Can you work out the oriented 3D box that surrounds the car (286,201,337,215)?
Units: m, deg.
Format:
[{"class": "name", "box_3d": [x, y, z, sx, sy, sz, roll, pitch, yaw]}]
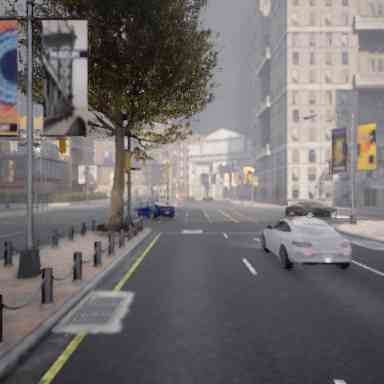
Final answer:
[{"class": "car", "box_3d": [10.040, 1.533, 27.834, 5.008, 1.535, 1.882, 0, -1, -33]}]

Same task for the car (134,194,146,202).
[{"class": "car", "box_3d": [-11.481, 1.323, 73.652, 2.097, 1.767, 4.553, 0, 0, 0]}]

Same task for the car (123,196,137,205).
[{"class": "car", "box_3d": [-11.510, 1.647, 58.902, 1.812, 1.442, 4.674, 0, 0, 0]}]

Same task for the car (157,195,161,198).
[{"class": "car", "box_3d": [-7.980, 1.427, 74.132, 1.837, 1.490, 4.892, 0, 0, 0]}]

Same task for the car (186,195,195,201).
[{"class": "car", "box_3d": [-0.382, 1.514, 85.484, 2.128, 1.511, 4.902, 0, 0, -8]}]

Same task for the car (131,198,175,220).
[{"class": "car", "box_3d": [-3.440, 1.538, 29.419, 1.882, 1.535, 5.008, 1, -1, -35]}]

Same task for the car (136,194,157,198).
[{"class": "car", "box_3d": [-8.013, 1.610, 59.215, 2.128, 1.511, 4.902, 0, 0, 1]}]

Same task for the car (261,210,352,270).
[{"class": "car", "box_3d": [3.579, 1.548, 11.036, 1.812, 1.442, 4.674, 0, 0, 0]}]

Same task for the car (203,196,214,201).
[{"class": "car", "box_3d": [4.188, 1.637, 85.511, 1.994, 1.385, 4.181, 0, 0, 20]}]
